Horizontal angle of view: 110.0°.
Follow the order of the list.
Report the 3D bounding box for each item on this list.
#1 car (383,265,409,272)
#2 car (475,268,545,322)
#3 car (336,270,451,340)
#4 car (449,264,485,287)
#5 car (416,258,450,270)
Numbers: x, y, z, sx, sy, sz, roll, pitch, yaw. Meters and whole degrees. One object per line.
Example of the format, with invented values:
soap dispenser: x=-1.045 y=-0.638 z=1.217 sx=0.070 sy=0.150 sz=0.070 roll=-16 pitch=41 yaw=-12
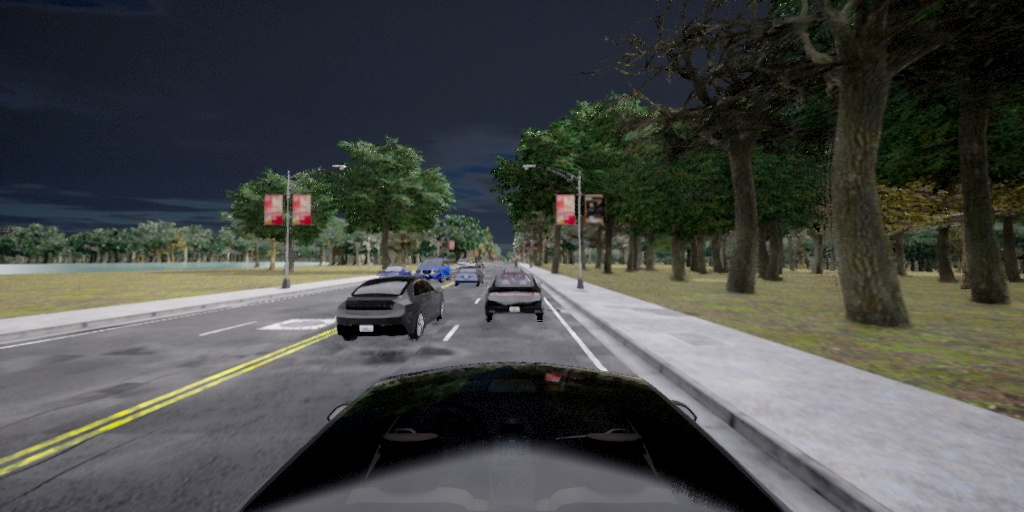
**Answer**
car: x=-9.861 y=1.535 z=30.619 sx=1.812 sy=1.442 sz=4.674 roll=0 pitch=-1 yaw=0
car: x=0.085 y=1.342 z=12.798 sx=2.128 sy=1.511 sz=4.902 roll=0 pitch=0 yaw=0
car: x=-3.168 y=1.333 z=10.233 sx=1.837 sy=1.490 sz=4.892 roll=0 pitch=0 yaw=0
car: x=-3.168 y=1.526 z=27.315 sx=2.033 sy=1.411 sz=5.357 roll=0 pitch=-1 yaw=0
car: x=-6.611 y=1.229 z=30.555 sx=2.150 sy=2.045 sz=5.566 roll=0 pitch=-1 yaw=0
